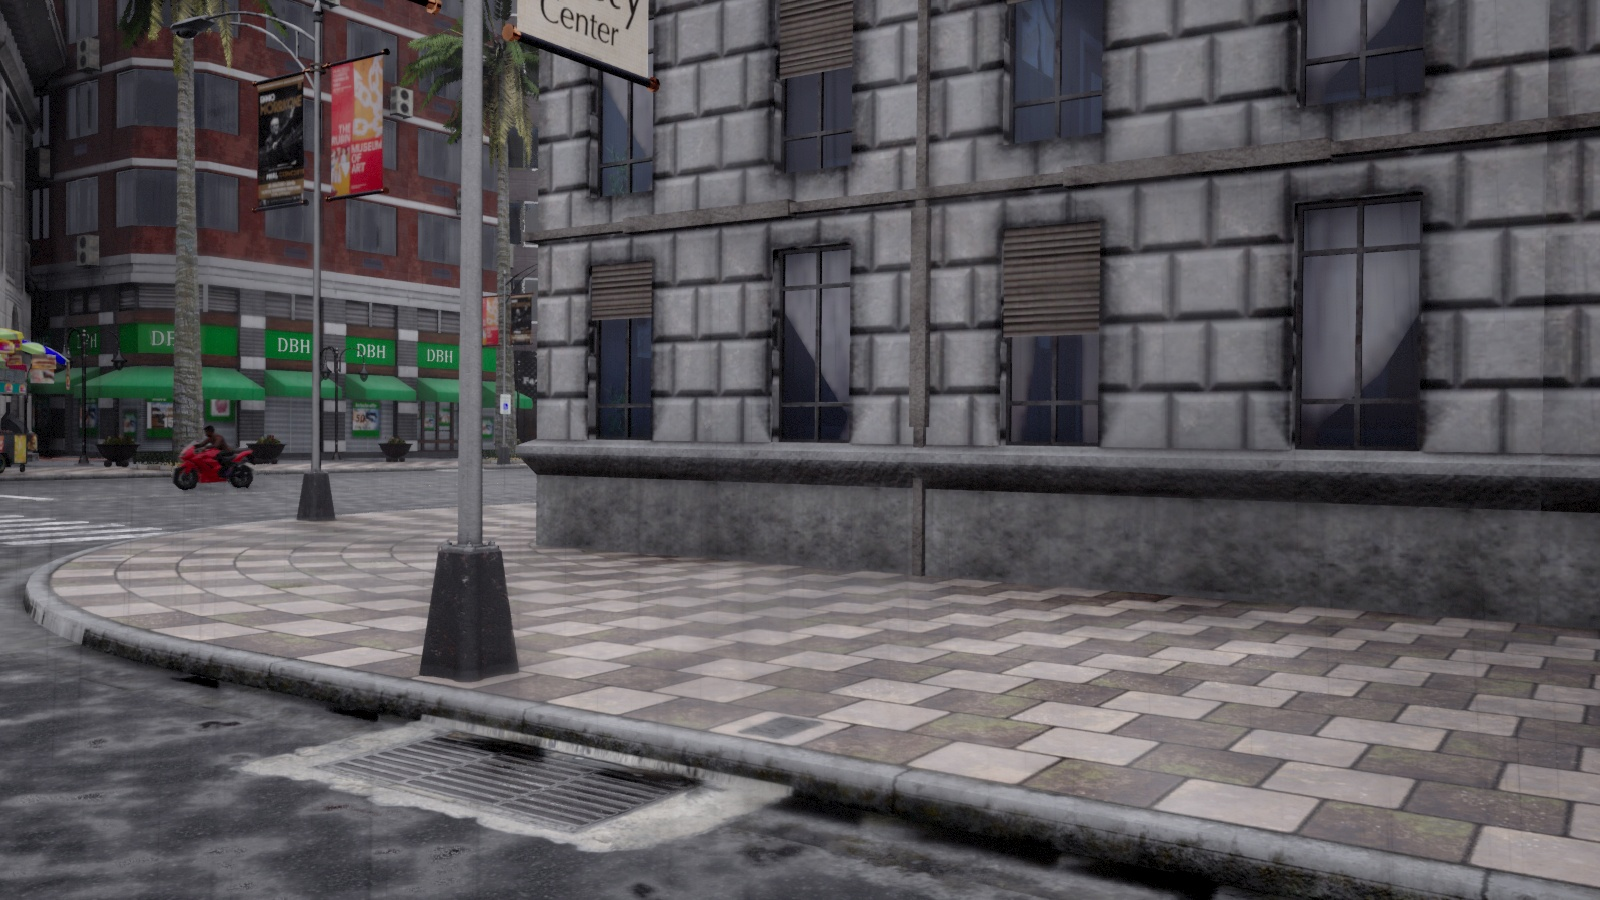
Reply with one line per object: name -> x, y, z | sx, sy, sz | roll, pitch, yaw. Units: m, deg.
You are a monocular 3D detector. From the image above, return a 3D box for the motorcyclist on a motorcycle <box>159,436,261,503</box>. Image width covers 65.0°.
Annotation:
motorcyclist on a motorcycle -> -13.915, 0.434, 29.674 | 0.797, 1.523, 2.044 | 0, 1, 34
